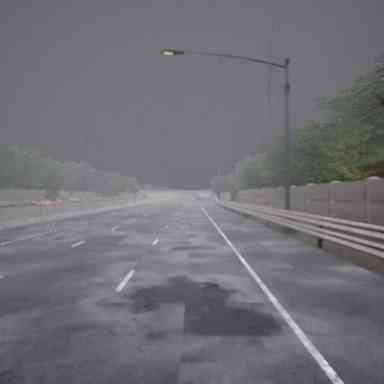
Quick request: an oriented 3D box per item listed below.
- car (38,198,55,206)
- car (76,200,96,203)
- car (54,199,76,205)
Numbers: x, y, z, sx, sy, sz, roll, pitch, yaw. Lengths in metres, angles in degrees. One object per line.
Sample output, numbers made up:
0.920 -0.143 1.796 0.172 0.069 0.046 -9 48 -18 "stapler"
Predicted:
-24.527 1.872 56.986 2.097 1.767 4.553 0 -1 1 "car"
-17.527 2.068 56.964 2.033 1.411 5.357 0 -1 1 "car"
-21.035 2.013 56.944 2.128 1.511 4.902 0 -1 1 "car"
